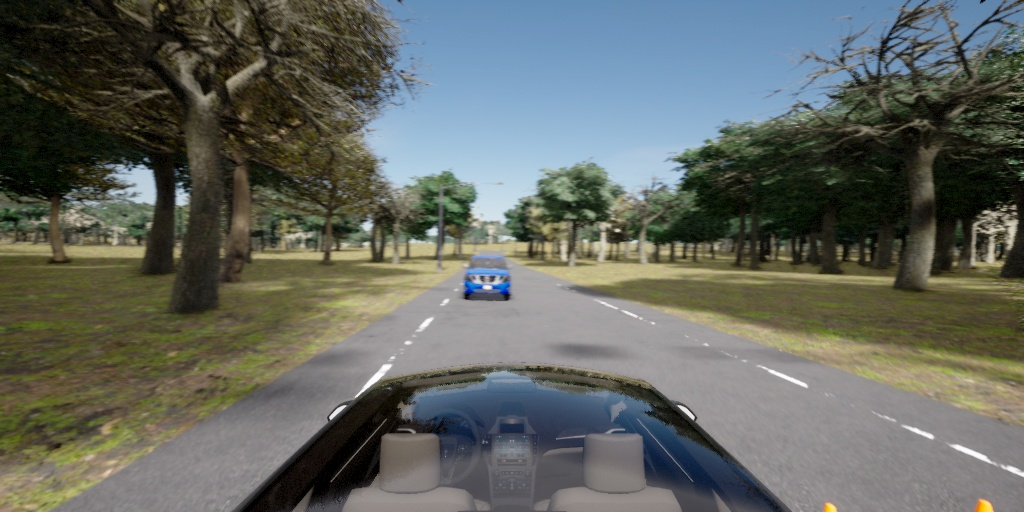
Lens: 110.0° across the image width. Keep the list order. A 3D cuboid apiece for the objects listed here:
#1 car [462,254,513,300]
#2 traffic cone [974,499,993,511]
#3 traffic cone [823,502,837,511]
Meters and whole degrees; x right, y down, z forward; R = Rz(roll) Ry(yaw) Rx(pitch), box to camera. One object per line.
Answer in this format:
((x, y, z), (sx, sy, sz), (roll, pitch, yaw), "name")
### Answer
((-1.225, 0.958, 17.957), (2.150, 2.045, 5.566), (2, 0, -4), "car")
((2.854, 1.781, 2.175), (0.340, 0.580, 0.340), (0, 0, -4), "traffic cone")
((1.857, 1.755, 2.107), (0.340, 0.580, 0.340), (0, 0, -4), "traffic cone")
